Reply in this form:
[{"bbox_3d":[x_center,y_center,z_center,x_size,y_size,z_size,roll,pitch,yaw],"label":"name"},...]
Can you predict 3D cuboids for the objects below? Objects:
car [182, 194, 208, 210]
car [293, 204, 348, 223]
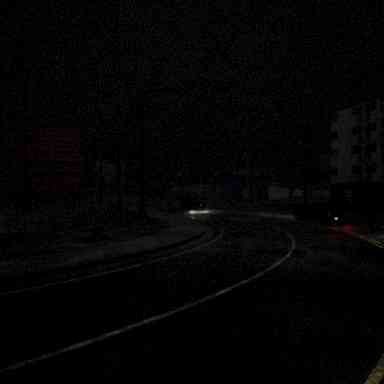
[{"bbox_3d":[0.278,1.240,43.749,2.150,2.045,5.566,0,0,-18],"label":"car"},{"bbox_3d":[9.798,1.609,25.837,1.895,1.301,4.718,0,0,-12],"label":"car"}]
